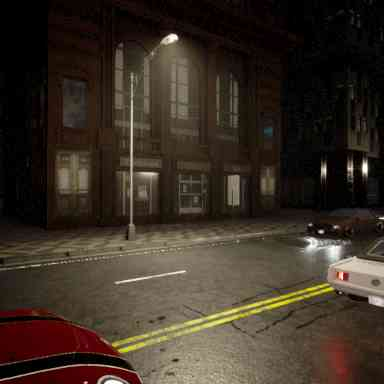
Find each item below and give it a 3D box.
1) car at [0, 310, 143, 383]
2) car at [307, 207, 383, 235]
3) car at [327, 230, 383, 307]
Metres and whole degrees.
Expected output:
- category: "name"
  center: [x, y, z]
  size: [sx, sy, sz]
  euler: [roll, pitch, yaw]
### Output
- category: "car"
  center: [-2.424, 1.352, 1.711]
  size: [4.553, 1.767, 2.097]
  euler: [0, 0, -36]
- category: "car"
  center: [8.432, 1.533, 17.693]
  size: [5.357, 1.411, 2.033]
  euler: [0, 0, -36]
- category: "car"
  center: [5.010, 1.597, 7.014]
  size: [4.718, 1.301, 1.895]
  euler: [0, 0, -35]
